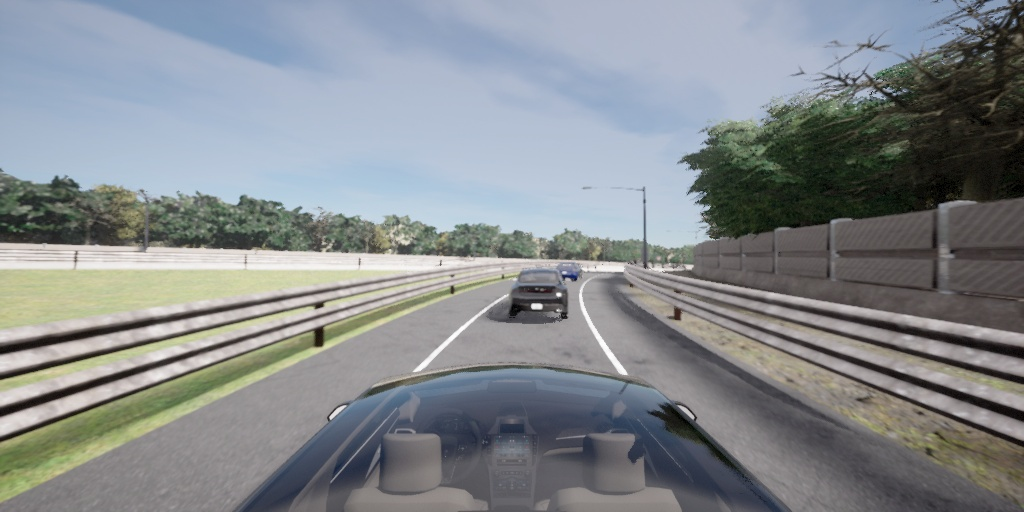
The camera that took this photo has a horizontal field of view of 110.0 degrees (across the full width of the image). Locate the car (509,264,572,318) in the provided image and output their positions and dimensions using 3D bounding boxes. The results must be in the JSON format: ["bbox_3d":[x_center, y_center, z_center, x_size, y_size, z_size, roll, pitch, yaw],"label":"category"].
[{"bbox_3d":[1.016,1.186,12.676,1.837,1.490,4.892,0,0,7],"label":"car"}]

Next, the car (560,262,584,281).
[{"bbox_3d":[4.376,1.162,27.812,1.994,1.385,4.181,0,0,17],"label":"car"}]
